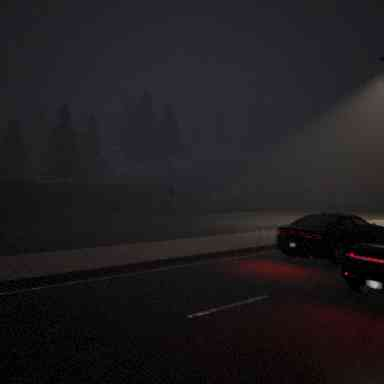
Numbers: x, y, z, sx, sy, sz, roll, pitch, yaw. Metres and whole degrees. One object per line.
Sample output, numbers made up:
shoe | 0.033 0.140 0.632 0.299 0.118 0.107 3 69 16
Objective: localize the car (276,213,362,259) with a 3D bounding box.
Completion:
car | 5.108 1.477 11.691 5.008 1.535 1.882 0 0 -36

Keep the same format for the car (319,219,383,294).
car | 5.335 1.491 7.553 4.902 1.511 2.128 0 0 -36
